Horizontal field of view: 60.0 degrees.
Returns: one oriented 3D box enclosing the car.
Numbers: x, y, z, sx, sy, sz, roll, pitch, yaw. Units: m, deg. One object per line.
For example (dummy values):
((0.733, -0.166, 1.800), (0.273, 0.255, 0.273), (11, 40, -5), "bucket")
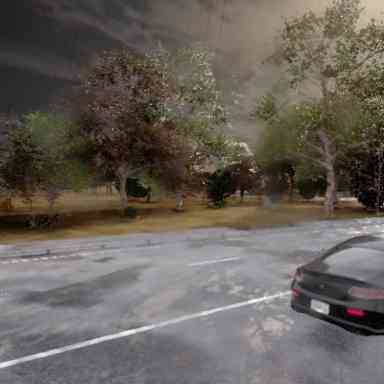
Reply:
((3.815, 1.510, 6.114), (4.674, 1.442, 1.812), (0, 0, -33), "car")
